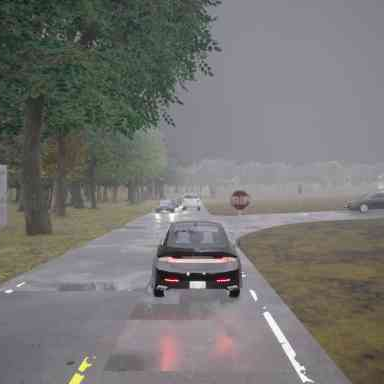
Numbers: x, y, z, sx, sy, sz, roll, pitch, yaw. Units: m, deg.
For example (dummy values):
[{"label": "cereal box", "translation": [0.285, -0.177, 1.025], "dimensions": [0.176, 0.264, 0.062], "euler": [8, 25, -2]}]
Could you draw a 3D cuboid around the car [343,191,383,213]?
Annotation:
[{"label": "car", "translation": [14.204, 0.722, 25.522], "dimensions": [4.892, 1.490, 1.837], "euler": [-3, 1, 1]}]

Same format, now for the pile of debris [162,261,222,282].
[{"label": "pile of debris", "translation": [-0.002, 2.176, 9.204], "dimensions": [1.500, 0.140, 1.860], "euler": [0, 0, 0]}]

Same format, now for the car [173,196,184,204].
[{"label": "car", "translation": [-2.774, 1.616, 68.197], "dimensions": [2.033, 1.411, 5.357], "euler": [0, 0, 0]}]

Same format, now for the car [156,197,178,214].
[{"label": "car", "translation": [-2.853, 1.543, 36.370], "dimensions": [1.812, 1.442, 4.674], "euler": [0, 0, 0]}]

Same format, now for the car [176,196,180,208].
[{"label": "car", "translation": [-2.842, 1.538, 47.594], "dimensions": [1.837, 1.490, 4.892], "euler": [0, 0, 0]}]

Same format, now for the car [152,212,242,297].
[{"label": "car", "translation": [0.092, 1.490, 8.534], "dimensions": [2.128, 1.511, 4.902], "euler": [0, 0, 0]}]

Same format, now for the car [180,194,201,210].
[{"label": "car", "translation": [-0.012, 1.247, 43.020], "dimensions": [2.150, 2.045, 5.566], "euler": [0, 0, 1]}]

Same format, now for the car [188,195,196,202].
[{"label": "car", "translation": [-0.018, 1.554, 78.308], "dimensions": [1.882, 1.535, 5.008], "euler": [0, 0, 0]}]

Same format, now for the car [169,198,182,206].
[{"label": "car", "translation": [-2.803, 1.652, 57.795], "dimensions": [1.895, 1.301, 4.718], "euler": [0, 0, 1]}]
